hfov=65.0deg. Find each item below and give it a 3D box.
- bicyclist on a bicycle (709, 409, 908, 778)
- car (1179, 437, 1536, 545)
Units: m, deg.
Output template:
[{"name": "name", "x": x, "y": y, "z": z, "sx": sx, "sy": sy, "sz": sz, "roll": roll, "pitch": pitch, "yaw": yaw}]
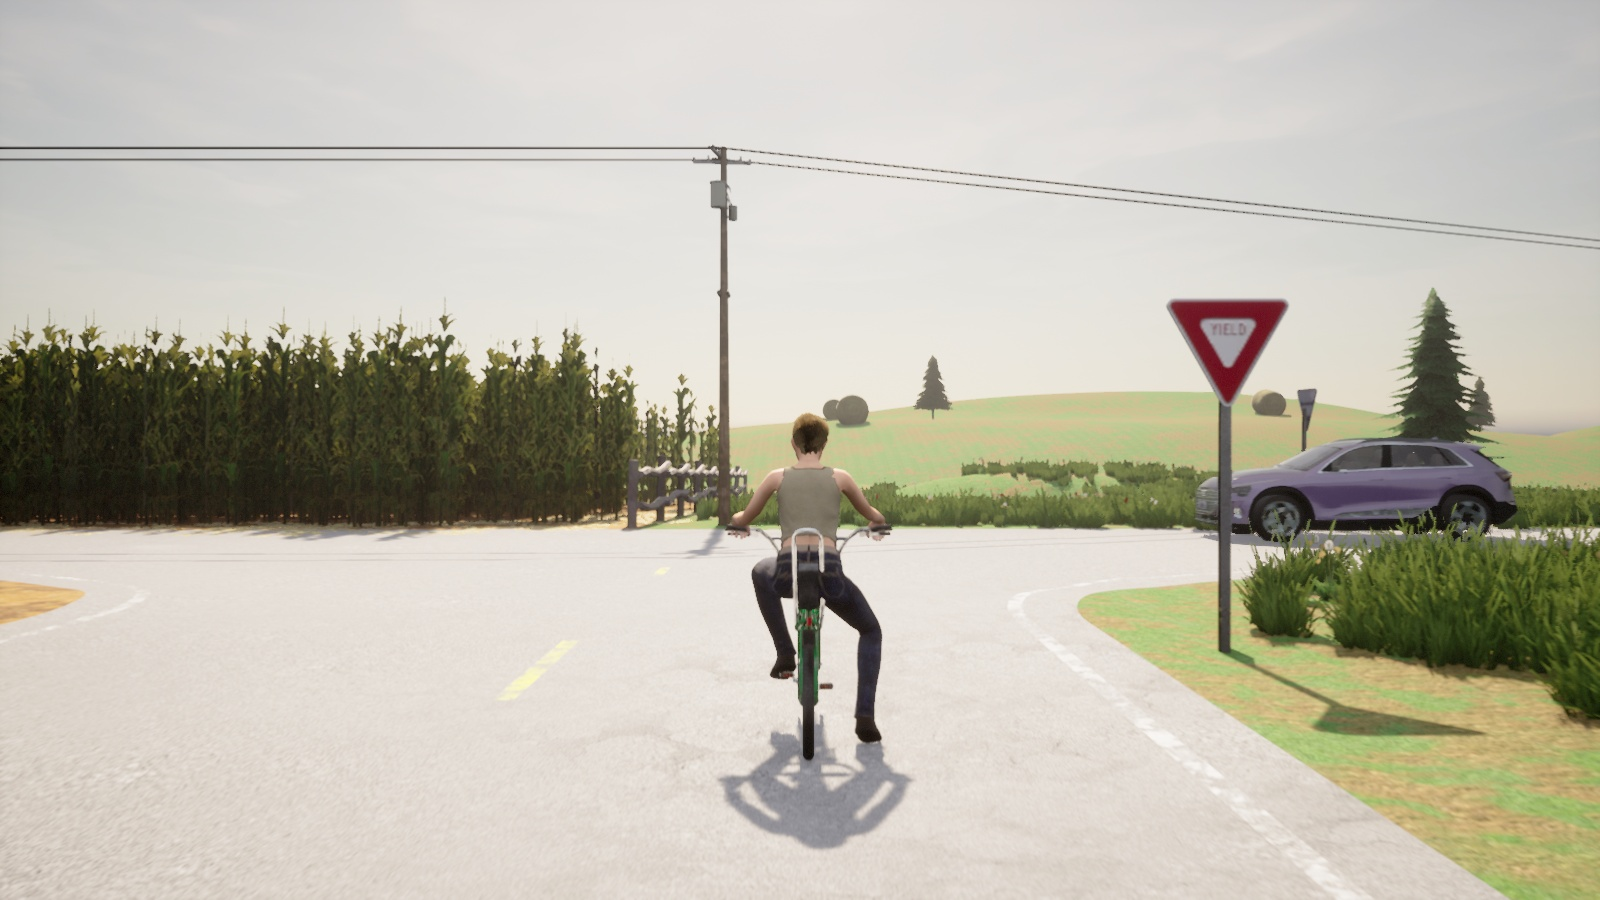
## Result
[{"name": "bicyclist on a bicycle", "x": 0.044, "y": 0.619, "z": 6.238, "sx": 0.866, "sy": 1.612, "sz": 1.509, "roll": 0, "pitch": 1, "yaw": 1}, {"name": "car", "x": 8.866, "y": 0.618, "z": 20.285, "sx": 4.856, "sy": 1.649, "sz": 2.033, "roll": 0, "pitch": 1, "yaw": 0}]
